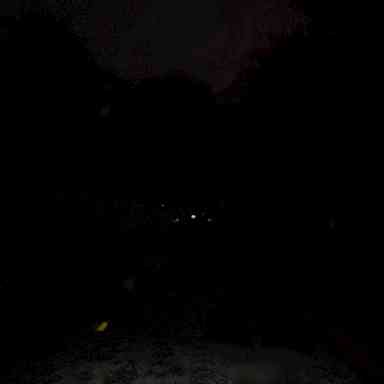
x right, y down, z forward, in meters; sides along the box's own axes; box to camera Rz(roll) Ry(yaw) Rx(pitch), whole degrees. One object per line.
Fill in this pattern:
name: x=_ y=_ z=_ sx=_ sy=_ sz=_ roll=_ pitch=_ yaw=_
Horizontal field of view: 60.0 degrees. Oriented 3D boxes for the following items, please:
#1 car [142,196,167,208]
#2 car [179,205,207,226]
car: x=-5.010 y=1.301 z=44.222 sx=1.837 sy=1.490 sz=4.892 roll=2 pitch=2 yaw=-33
car: x=0.054 y=1.632 z=24.193 sx=1.994 sy=1.385 sz=4.181 roll=0 pitch=0 yaw=-1
